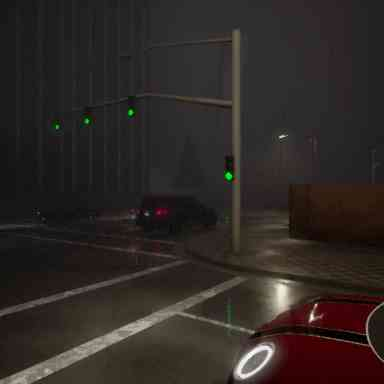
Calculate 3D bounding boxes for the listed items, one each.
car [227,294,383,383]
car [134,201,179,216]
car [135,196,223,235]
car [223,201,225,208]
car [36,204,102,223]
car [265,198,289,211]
[{"bbox_3d":[2.471,1.352,2.195,4.553,1.767,2.097,0,0,36],"label":"car"},{"bbox_3d":[-3.524,1.601,33.593,1.895,1.301,4.718,0,0,35],"label":"car"},{"bbox_3d":[-0.733,1.221,19.021,2.150,2.045,5.566,0,0,35],"label":"car"},{"bbox_3d":[2.318,1.491,41.805,2.128,1.511,4.902,0,0,36],"label":"car"},{"bbox_3d":[-9.303,1.601,25.436,1.895,1.301,4.718,0,0,35],"label":"car"},{"bbox_3d":[10.758,1.491,41.319,2.128,1.511,4.902,0,0,36],"label":"car"}]
